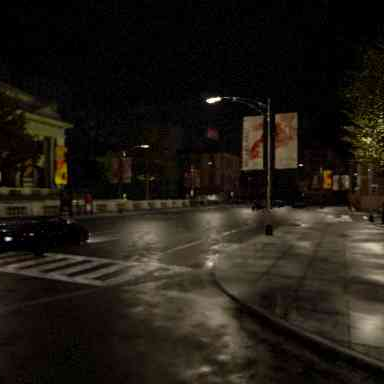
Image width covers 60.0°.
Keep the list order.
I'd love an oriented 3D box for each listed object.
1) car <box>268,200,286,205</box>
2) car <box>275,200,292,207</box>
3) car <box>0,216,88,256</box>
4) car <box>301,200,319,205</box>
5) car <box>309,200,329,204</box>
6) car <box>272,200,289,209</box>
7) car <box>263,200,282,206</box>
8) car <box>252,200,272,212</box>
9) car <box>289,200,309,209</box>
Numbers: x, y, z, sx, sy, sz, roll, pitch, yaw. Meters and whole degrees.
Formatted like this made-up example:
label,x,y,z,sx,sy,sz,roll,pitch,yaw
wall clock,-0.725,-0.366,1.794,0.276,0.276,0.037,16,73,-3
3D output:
label,x,y,z,sx,sy,sz,roll,pitch,yaw
car,22.145,2.816,86.722,4.718,1.301,1.895,1,-1,-36
car,21.115,2.615,76.652,1.812,1.442,4.674,0,-1,43
car,-6.152,1.697,13.979,1.994,1.385,4.181,0,-1,13
car,31.783,2.861,89.443,4.718,1.301,1.895,1,-1,-29
car,33.511,2.727,86.400,5.008,1.535,1.882,1,-1,-29
car,16.228,2.381,62.994,2.128,1.511,4.902,0,-1,27
car,19.316,2.657,79.826,2.033,1.411,5.357,0,-1,43
car,10.450,2.203,50.805,1.837,1.490,4.892,0,-1,25
car,20.546,2.492,63.603,1.994,1.385,4.181,0,-1,29
